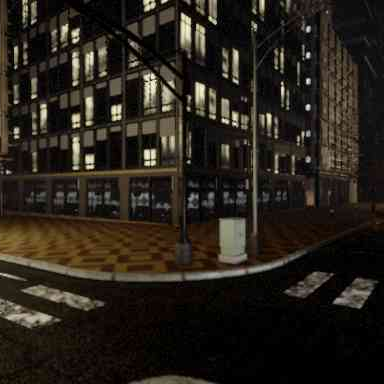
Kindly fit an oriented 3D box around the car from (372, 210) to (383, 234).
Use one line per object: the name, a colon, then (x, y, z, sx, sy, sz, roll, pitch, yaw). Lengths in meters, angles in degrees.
car: (11.137, 1.499, 18.408, 1.752, 1.417, 4.829, 0, 0, 37)
